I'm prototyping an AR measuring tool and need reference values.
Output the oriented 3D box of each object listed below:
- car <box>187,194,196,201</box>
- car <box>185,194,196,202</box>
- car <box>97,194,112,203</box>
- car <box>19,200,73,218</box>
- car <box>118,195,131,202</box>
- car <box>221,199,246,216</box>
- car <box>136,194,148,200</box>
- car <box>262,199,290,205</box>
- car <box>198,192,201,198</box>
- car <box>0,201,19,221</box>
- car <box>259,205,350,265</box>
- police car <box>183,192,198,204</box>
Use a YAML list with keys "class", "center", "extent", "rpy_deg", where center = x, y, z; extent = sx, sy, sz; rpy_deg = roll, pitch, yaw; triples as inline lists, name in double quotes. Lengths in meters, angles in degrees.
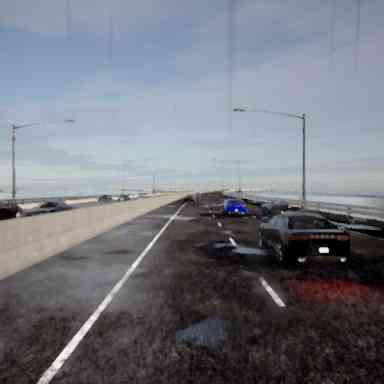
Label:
- class: "car"
  center: [-0.120, 1.197, 71.291]
  extent: [1.837, 1.490, 4.892]
  rpy_deg: [0, 0, 1]
- class: "car"
  center: [-0.269, 1.200, 65.301]
  extent: [1.882, 1.535, 5.008]
  rpy_deg: [0, 0, 1]
- class: "car"
  center: [-16.754, 1.220, 64.144]
  extent: [1.837, 1.490, 4.892]
  rpy_deg: [0, 1, 2]
- class: "car"
  center: [-10.477, 1.382, 24.763]
  extent: [1.882, 1.535, 5.008]
  rpy_deg: [0, 0, 1]
- class: "car"
  center: [-13.227, 1.250, 65.296]
  extent: [1.812, 1.442, 4.674]
  rpy_deg: [0, 0, 2]
- class: "car"
  center: [3.779, 1.359, 30.523]
  extent: [1.882, 1.535, 5.008]
  rpy_deg: [0, 0, 1]
- class: "car"
  center: [-9.734, 1.230, 65.214]
  extent: [2.128, 1.511, 4.902]
  rpy_deg: [0, 0, 2]
- class: "car"
  center: [7.262, 1.379, 28.952]
  extent: [2.128, 1.511, 4.902]
  rpy_deg: [0, 0, 1]
- class: "car"
  center: [1.467, 0.974, 89.951]
  extent: [2.128, 1.511, 4.902]
  rpy_deg: [0, 0, 2]
- class: "car"
  center: [-13.986, 1.414, 23.729]
  extent: [1.837, 1.490, 4.892]
  rpy_deg: [0, 0, 1]
- class: "car"
  center: [3.630, 1.436, 11.604]
  extent: [1.882, 1.535, 5.008]
  rpy_deg: [0, 0, 0]
- class: "police car"
  center: [-0.486, 1.195, 55.428]
  extent: [1.930, 1.638, 5.238]
  rpy_deg: [0, 0, 1]
